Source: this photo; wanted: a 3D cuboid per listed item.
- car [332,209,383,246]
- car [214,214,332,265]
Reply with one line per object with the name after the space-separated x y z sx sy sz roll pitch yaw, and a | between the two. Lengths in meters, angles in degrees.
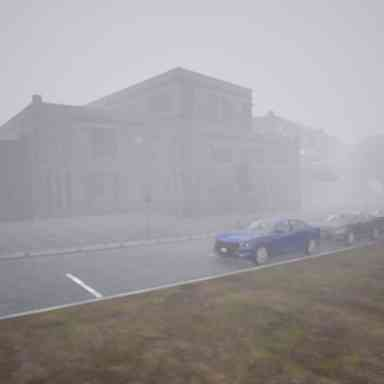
7.901 1.752 16.990 4.892 1.521 2.231 1 -1 -40 | car
3.049 1.727 12.929 5.008 1.535 2.097 1 0 -39 | car
